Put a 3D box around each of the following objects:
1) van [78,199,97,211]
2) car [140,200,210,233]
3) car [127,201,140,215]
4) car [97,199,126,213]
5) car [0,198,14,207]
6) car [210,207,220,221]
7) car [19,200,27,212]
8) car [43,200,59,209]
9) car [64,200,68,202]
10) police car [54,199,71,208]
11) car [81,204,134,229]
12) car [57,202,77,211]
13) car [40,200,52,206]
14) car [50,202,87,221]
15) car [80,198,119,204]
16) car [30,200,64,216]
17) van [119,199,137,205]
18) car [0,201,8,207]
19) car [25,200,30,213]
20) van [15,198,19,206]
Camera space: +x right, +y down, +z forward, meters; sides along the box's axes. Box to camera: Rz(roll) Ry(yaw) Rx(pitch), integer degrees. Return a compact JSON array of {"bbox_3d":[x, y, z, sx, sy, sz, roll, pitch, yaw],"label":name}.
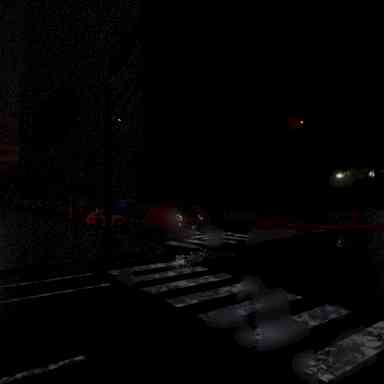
[{"bbox_3d":[-17.088,2.041,54.347,1.690,1.788,3.998,-1,0,-35],"label":"van"},{"bbox_3d":[-1.220,1.593,21.907,2.097,1.767,4.553,0,-1,-36],"label":"car"},{"bbox_3d":[-5.312,2.008,37.748,1.802,1.307,4.206,-1,0,-35],"label":"car"},{"bbox_3d":[-11.203,1.879,46.048,2.192,1.841,5.009,-1,0,-35],"label":"car"},{"bbox_3d":[-41.312,2.668,73.651,1.887,1.381,4.507,-1,0,-35],"label":"car"},{"bbox_3d":[0.572,1.832,29.449,1.887,1.381,4.507,-1,0,-35],"label":"car"},{"bbox_3d":[-23.371,2.158,48.410,1.967,1.590,4.097,-1,0,-35],"label":"car"},{"bbox_3d":[-26.903,2.390,63.515,1.837,1.490,4.892,0,-1,-35],"label":"car"},{"bbox_3d":[-18.505,1.997,46.253,2.097,1.767,4.553,0,0,-35],"label":"car"},{"bbox_3d":[-25.477,2.310,65.421,1.930,1.638,5.238,0,-1,-35],"label":"police car"},{"bbox_3d":[-6.286,1.845,24.378,1.752,1.417,4.829,-1,0,-35],"label":"car"},{"bbox_3d":[-20.488,2.302,54.484,1.994,1.385,4.181,0,-1,-35],"label":"car"},{"bbox_3d":[-34.769,2.664,79.161,1.947,1.339,4.313,-1,0,-35],"label":"car"},{"bbox_3d":[-12.046,2.006,32.481,2.008,1.369,4.403,-1,0,-35],"label":"car"},{"bbox_3d":[-9.796,1.655,33.927,2.150,2.045,5.566,0,1,-36],"label":"car"},{"bbox_3d":[-17.713,1.902,40.446,2.192,1.841,5.009,-1,0,-35],"label":"car"},{"bbox_3d":[-8.260,1.836,41.898,1.690,1.788,3.998,-1,0,-35],"label":"van"},{"bbox_3d":[-44.427,2.772,78.034,1.802,1.307,4.206,-1,0,-35],"label":"car"},{"bbox_3d":[-20.538,2.198,44.428,1.887,1.381,4.507,-1,0,-35],"label":"car"},{"bbox_3d":[-26.204,2.124,52.392,1.690,1.788,3.998,-1,0,-35],"label":"van"}]
